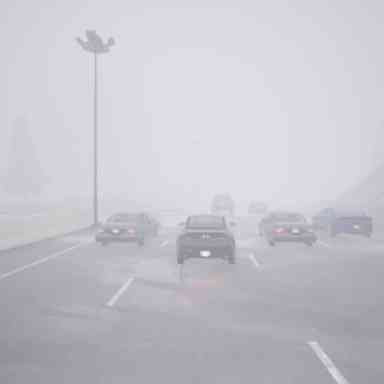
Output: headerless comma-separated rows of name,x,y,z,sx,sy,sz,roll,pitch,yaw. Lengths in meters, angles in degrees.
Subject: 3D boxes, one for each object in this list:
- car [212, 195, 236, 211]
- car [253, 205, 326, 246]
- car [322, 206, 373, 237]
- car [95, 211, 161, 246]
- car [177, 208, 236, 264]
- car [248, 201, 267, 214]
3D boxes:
car,3.373,1.289,35.180,2.150,2.045,5.566,0,0,10
car,4.256,1.578,15.512,2.033,1.411,5.357,0,0,5
car,8.048,1.515,18.250,1.882,1.535,5.008,0,0,5
car,-2.768,1.575,15.423,2.033,1.411,5.357,0,0,4
car,0.533,1.528,12.002,1.837,1.490,4.892,0,0,3
car,7.201,1.635,36.399,1.994,1.385,4.181,0,0,11
